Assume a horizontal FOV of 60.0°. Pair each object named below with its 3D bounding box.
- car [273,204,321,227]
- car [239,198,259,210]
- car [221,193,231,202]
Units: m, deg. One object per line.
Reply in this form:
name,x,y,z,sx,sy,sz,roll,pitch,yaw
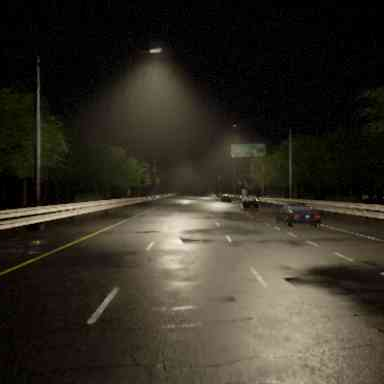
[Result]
car,7.030,1.546,22.725,2.033,1.411,5.357,0,0,0
car,7.100,1.480,41.751,2.128,1.511,4.902,0,0,0
car,7.262,1.505,71.319,1.994,1.385,4.181,0,0,0
